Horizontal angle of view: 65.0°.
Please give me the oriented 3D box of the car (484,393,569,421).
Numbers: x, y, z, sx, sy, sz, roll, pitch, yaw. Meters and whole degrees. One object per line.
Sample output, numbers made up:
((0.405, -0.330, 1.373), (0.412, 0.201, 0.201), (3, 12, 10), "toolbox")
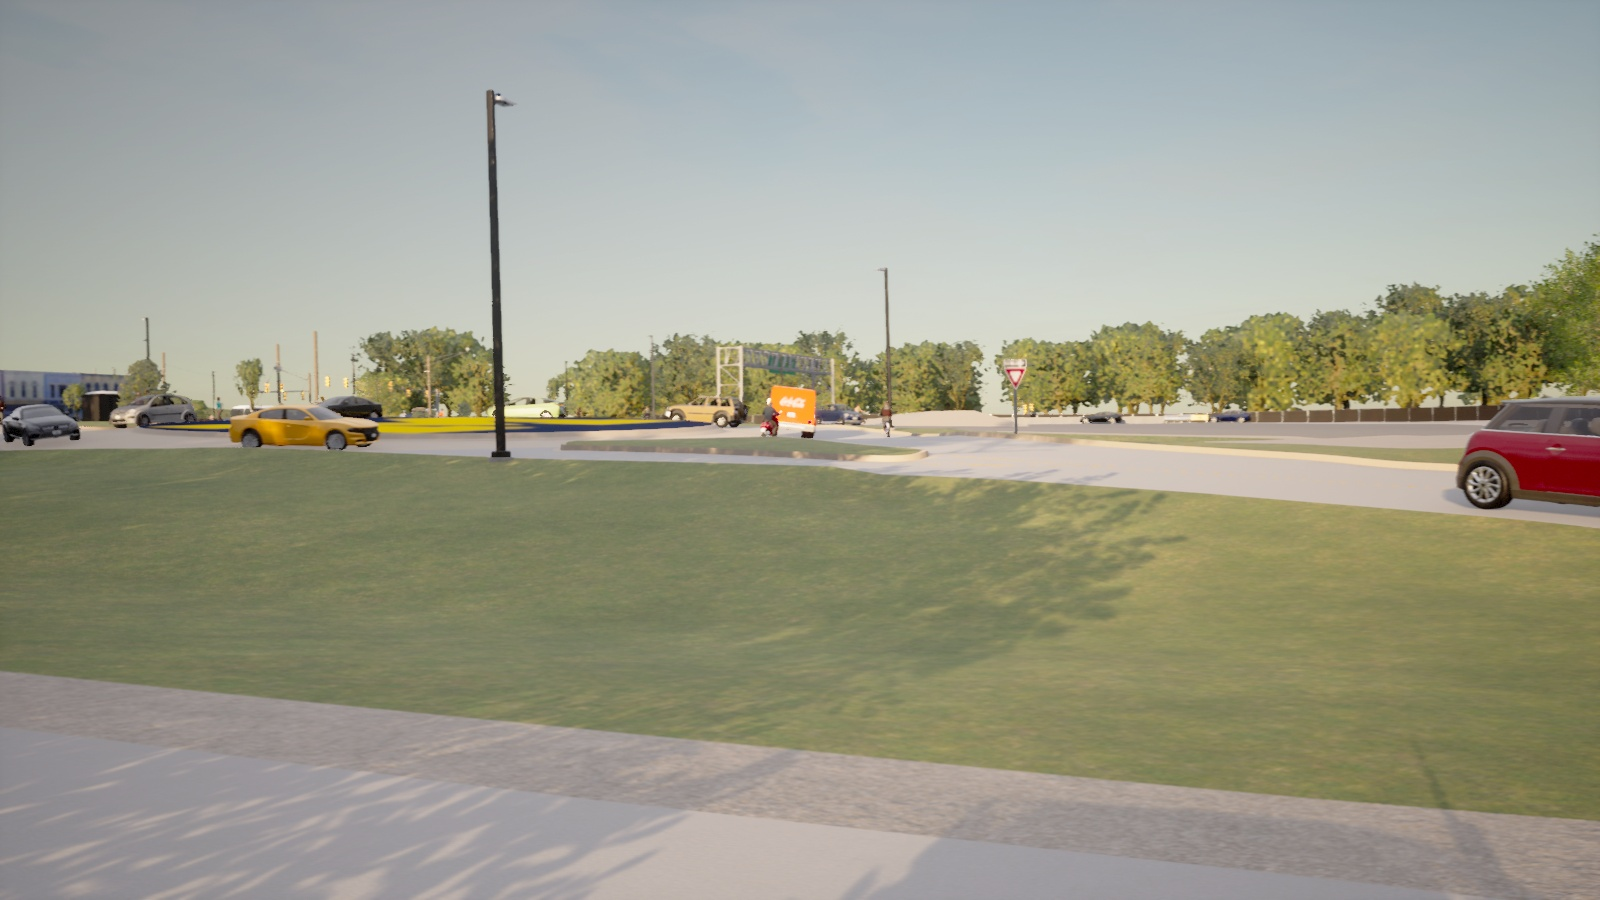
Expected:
((-16.183, -2.525, 74.398), (4.514, 1.525, 2.007), (1, 1, 3), "car")

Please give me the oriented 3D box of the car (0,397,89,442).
((-30.072, -1.267, 49.926), (1.812, 1.442, 4.674), (-10, 10, -44), "car")

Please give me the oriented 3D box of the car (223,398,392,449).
((-16.628, -0.919, 42.497), (5.008, 1.535, 1.882), (1, 5, 10), "car")

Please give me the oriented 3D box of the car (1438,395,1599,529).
((11.644, 0.145, 17.502), (2.097, 1.767, 4.553), (-1, 4, -25), "car")

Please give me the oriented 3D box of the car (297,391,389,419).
((-26.033, -2.528, 71.710), (1.882, 1.535, 5.008), (1, 2, 26), "car")

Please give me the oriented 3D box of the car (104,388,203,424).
((-31.702, -2.179, 61.676), (1.851, 1.617, 3.988), (-1, 2, 22), "car")

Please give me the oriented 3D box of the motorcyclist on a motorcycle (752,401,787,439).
((-1.290, -1.281, 54.126), (0.866, 1.590, 1.817), (3, 2, 19), "motorcyclist on a motorcycle")

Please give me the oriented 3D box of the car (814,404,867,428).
((2.803, -2.372, 87.283), (1.789, 1.549, 3.705), (1, 1, -36), "car")

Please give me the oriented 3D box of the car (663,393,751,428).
((-5.358, -2.264, 72.139), (4.605, 1.855, 1.932), (3, 1, 20), "car")

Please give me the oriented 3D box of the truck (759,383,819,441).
((-0.577, -1.885, 62.898), (2.627, 2.467, 5.204), (7, 2, -1), "truck")
